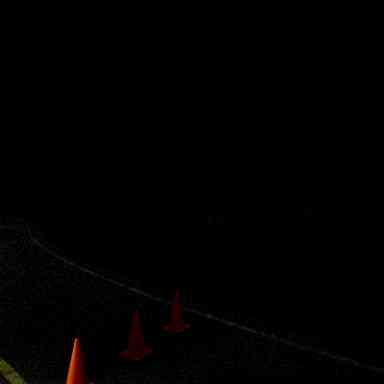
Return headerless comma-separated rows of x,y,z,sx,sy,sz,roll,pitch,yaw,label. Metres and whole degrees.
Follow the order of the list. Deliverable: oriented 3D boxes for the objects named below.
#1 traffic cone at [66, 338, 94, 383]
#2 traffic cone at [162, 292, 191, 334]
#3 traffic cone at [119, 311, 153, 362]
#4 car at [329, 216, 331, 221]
-1.290,1.945,3.746,0.340,0.580,0.340,1,1,31,traffic cone
-0.250,1.931,5.447,0.340,0.580,0.340,1,1,31,traffic cone
-0.770,1.938,4.597,0.340,0.580,0.340,1,1,32,traffic cone
35.637,6.632,82.729,1.851,1.617,3.988,-4,-3,4,car
